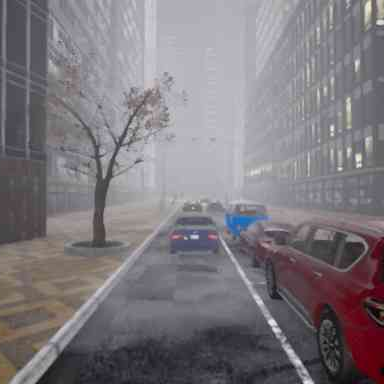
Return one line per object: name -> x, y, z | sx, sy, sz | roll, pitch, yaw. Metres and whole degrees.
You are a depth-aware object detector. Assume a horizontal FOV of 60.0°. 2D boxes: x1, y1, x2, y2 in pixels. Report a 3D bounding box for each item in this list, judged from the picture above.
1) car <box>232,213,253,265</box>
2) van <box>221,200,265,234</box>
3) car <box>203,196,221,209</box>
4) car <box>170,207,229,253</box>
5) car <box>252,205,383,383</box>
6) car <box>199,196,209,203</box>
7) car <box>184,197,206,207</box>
car -> 2.579, 1.573, 10.876 | 1.802, 1.307, 4.206 | 1, 0, 0
van -> 2.584, 1.329, 16.444 | 1.690, 1.788, 3.998 | 1, 0, 0
car -> 2.581, 1.528, 38.713 | 1.887, 1.381, 4.507 | 1, 0, 0
car -> 0.095, 1.537, 13.493 | 2.033, 1.411, 5.357 | 0, 0, 0
car -> 2.584, 1.311, 5.309 | 2.192, 1.841, 5.009 | 1, 0, 0
car -> 2.581, 1.584, 72.116 | 1.802, 1.307, 4.206 | 1, 0, 0
car -> 0.098, 1.547, 34.378 | 1.994, 1.385, 4.181 | 0, 0, 0
